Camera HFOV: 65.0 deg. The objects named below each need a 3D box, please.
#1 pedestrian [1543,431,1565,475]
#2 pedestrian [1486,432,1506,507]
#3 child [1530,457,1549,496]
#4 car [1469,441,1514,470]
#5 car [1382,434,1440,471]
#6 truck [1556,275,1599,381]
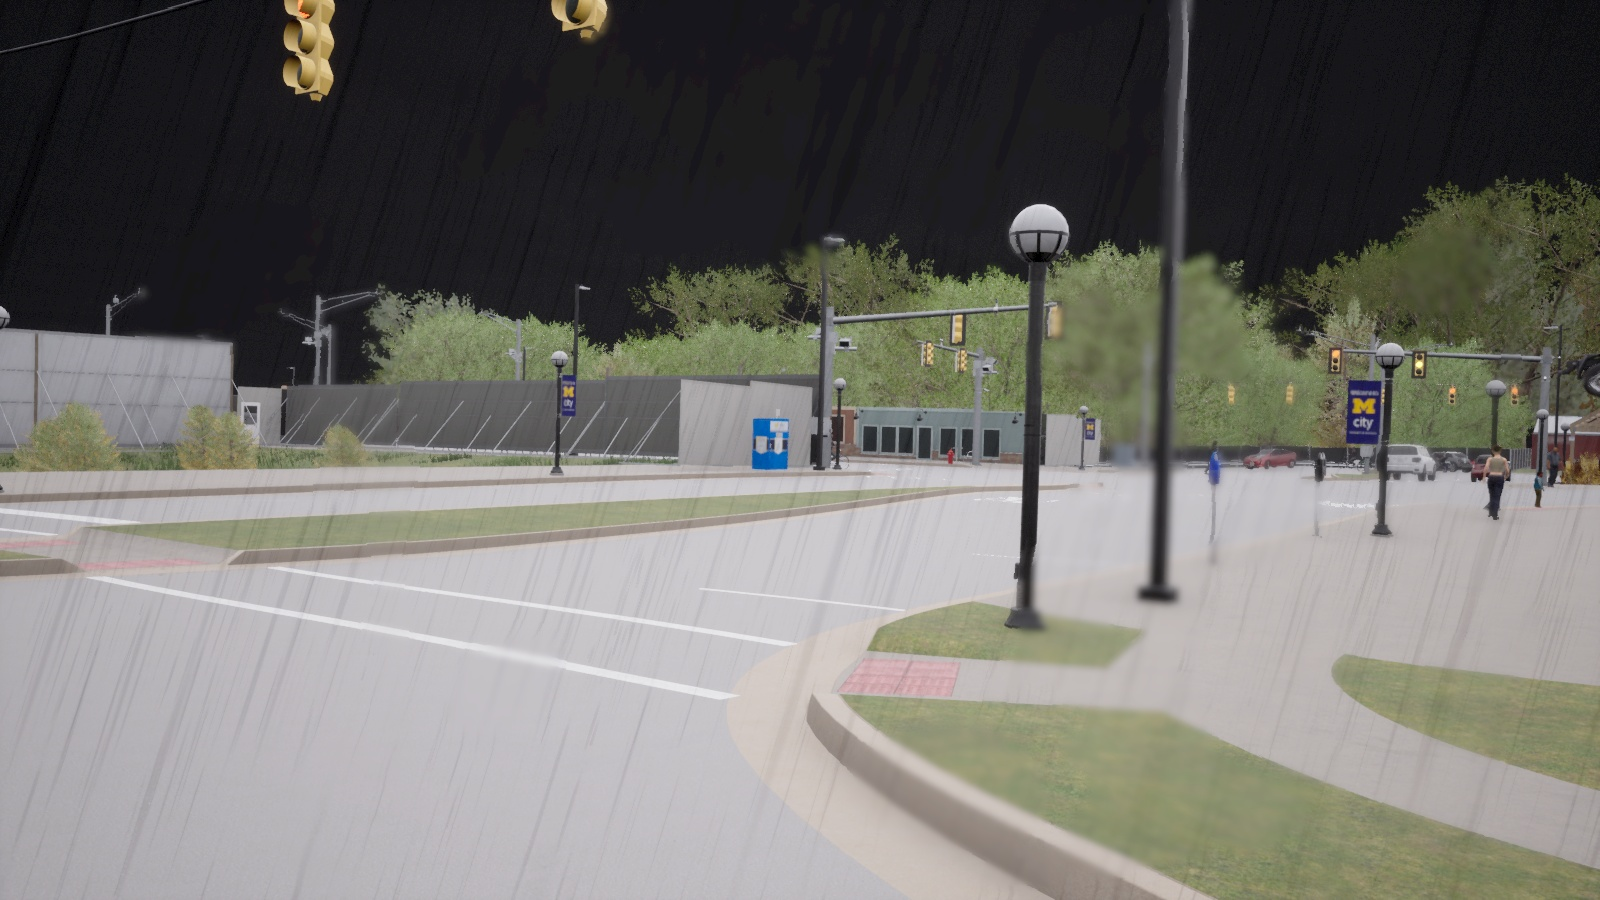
[{"bbox_3d":[32.715,0.126,54.499,0.540,1.848,0.694,1,2,4],"label":"pedestrian"},{"bbox_3d":[17.177,0.470,30.982,0.345,1.836,0.594,2,2,34],"label":"pedestrian"},{"bbox_3d":[23.025,0.818,39.100,0.448,1.192,0.343,1,2,21],"label":"child"},{"bbox_3d":[40.739,0.294,73.917,1.851,1.617,3.988,0,1,36],"label":"car"},{"bbox_3d":[35.005,0.159,71.877,2.150,2.045,5.566,0,0,35],"label":"car"},{"bbox_3d":[30.155,-4.366,42.222,7.936,3.462,2.891,-3,2,32],"label":"truck"}]
